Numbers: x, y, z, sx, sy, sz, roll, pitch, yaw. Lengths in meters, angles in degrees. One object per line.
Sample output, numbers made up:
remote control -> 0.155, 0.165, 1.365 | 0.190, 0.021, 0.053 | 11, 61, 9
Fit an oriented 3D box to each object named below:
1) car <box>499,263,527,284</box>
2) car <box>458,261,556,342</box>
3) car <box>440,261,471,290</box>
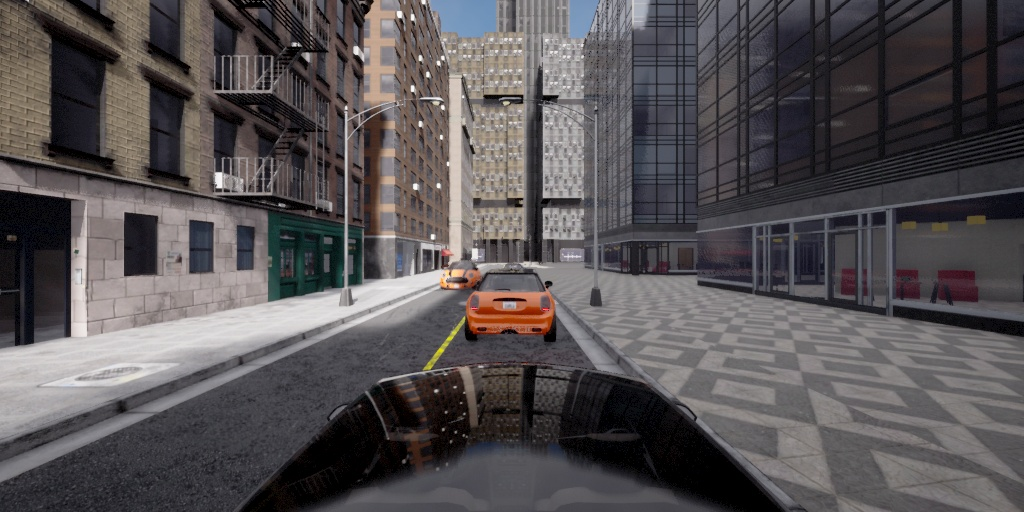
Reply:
car -> 0.086, 1.297, 28.672 | 2.033, 1.411, 5.357 | 0, 0, 0
car -> 0.064, 1.102, 9.988 | 2.097, 1.767, 4.553 | 0, 0, 3
car -> -3.106, 1.102, 22.380 | 2.097, 1.767, 4.553 | 0, 0, 0
